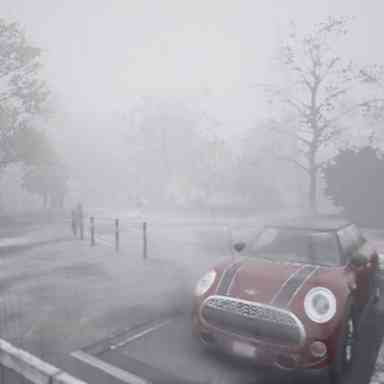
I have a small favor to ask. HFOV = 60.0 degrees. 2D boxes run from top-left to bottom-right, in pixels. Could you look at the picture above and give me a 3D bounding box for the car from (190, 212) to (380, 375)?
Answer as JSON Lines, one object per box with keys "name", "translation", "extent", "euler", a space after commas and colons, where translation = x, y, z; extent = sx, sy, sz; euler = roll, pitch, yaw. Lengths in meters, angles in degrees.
{"name": "car", "translation": [1.910, 1.301, 5.844], "extent": [2.185, 1.767, 4.553], "euler": [0, 0, 35]}
